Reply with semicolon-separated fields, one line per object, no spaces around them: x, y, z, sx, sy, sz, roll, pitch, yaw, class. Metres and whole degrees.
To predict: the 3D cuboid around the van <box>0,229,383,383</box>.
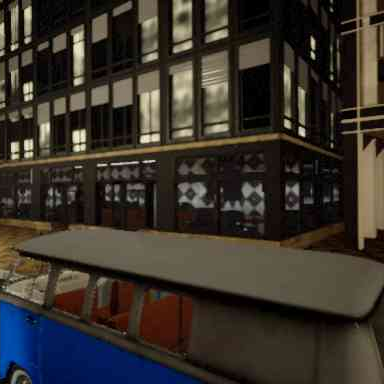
-0.256;1.335;3.069;3.998;1.788;1.690;0;0;36;van
